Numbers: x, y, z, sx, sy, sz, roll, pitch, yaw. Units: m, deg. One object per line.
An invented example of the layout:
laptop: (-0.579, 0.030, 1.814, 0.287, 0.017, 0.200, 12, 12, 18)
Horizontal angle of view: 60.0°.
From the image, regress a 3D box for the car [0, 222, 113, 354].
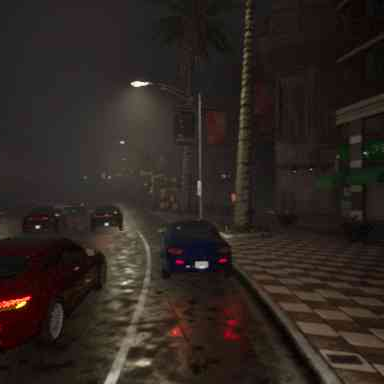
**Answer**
car: (-2.938, 1.550, 6.181, 1.812, 1.442, 4.674, 0, 0, -1)

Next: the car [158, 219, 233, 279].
car: (-0.027, 1.542, 10.076, 1.812, 1.442, 4.674, 0, 0, -6)

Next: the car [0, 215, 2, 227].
car: (-11.712, 1.598, 17.654, 2.128, 1.511, 4.902, 0, 0, -13)

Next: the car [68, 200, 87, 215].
car: (-12.039, 1.604, 34.517, 2.128, 1.511, 4.902, 0, 0, -13)

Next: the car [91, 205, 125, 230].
car: (-5.350, 1.564, 21.146, 1.837, 1.490, 4.892, 0, 0, -12)

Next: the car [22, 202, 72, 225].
car: (-8.605, 1.577, 19.794, 1.837, 1.490, 4.892, 0, 0, -12)
